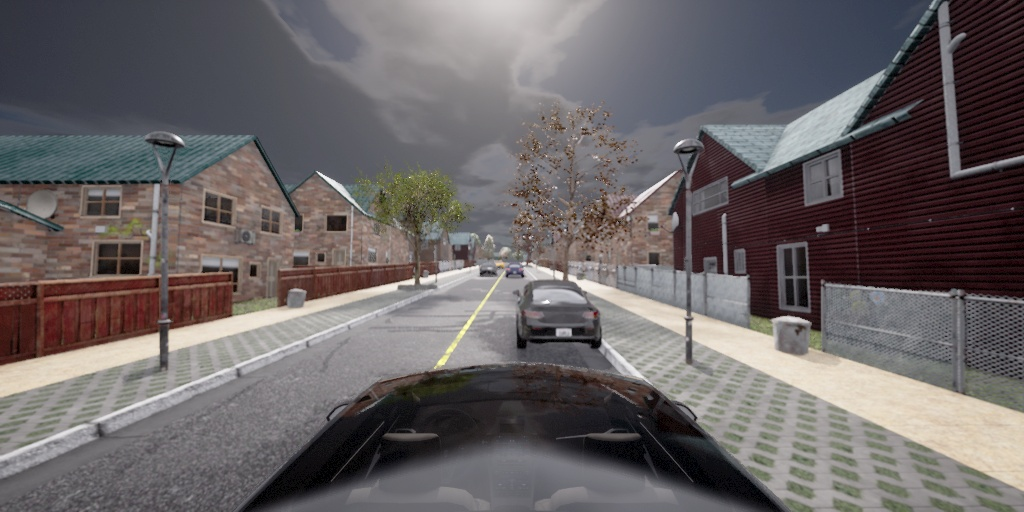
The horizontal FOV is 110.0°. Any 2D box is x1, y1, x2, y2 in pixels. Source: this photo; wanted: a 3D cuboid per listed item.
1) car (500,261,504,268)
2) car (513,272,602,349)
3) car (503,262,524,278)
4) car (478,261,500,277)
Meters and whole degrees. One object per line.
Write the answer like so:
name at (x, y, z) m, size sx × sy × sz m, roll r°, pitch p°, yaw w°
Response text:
car at (-2.352, 1.613, 65.418) m, size 1.882 × 1.535 × 5.008 m, roll 0°, pitch 0°, yaw 0°
car at (1.014, 1.317, 9.194) m, size 1.812 × 1.442 × 4.674 m, roll 0°, pitch 0°, yaw 0°
car at (0.296, 1.484, 37.599) m, size 1.812 × 1.442 × 4.674 m, roll 0°, pitch 0°, yaw 0°
car at (-2.608, 1.479, 40.161) m, size 1.837 × 1.490 × 4.892 m, roll 0°, pitch 0°, yaw 0°
